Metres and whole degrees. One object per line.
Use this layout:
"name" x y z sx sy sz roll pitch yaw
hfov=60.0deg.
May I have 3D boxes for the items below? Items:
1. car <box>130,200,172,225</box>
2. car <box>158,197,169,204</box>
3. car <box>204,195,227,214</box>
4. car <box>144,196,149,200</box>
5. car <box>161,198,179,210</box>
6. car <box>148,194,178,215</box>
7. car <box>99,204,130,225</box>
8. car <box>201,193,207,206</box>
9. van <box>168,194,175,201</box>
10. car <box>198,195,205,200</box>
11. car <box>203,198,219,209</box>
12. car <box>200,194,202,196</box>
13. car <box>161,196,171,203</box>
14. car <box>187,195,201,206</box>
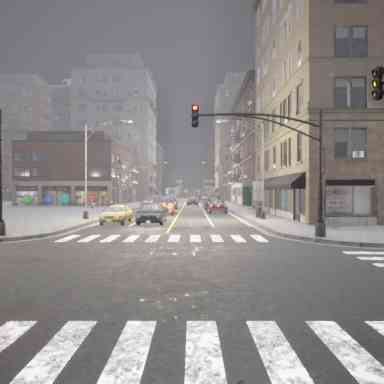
"car" -2.841 1.548 24.159 2.033 1.411 5.357 0 0 0
"car" -5.367 1.586 63.681 1.802 1.307 4.206 0 0 0
"car" 2.648 1.441 35.368 1.967 1.590 4.097 0 0 0
"car" -5.375 1.553 41.033 2.008 1.369 4.403 0 0 0
"car" -2.831 1.550 44.216 2.033 1.411 5.357 0 0 0
"car" -2.841 1.353 33.808 2.097 1.767 4.553 0 0 0
"car" -5.381 1.526 23.877 1.752 1.417 4.829 0 0 0
"car" 2.650 1.317 41.030 2.192 1.841 5.009 0 0 0
"van" -5.359 1.349 86.328 1.690 1.788 3.998 0 0 0
"car" 2.668 1.575 91.987 1.947 1.339 4.313 0 0 0
"car" 2.652 1.568 46.692 1.947 1.339 4.313 0 0 0
"car" 2.660 1.555 69.339 2.008 1.369 4.403 0 0 0
"car" -5.365 1.530 69.173 1.752 1.417 4.829 0 0 0
"car" 0.121 1.604 54.987 1.895 1.301 4.718 0 0 0
